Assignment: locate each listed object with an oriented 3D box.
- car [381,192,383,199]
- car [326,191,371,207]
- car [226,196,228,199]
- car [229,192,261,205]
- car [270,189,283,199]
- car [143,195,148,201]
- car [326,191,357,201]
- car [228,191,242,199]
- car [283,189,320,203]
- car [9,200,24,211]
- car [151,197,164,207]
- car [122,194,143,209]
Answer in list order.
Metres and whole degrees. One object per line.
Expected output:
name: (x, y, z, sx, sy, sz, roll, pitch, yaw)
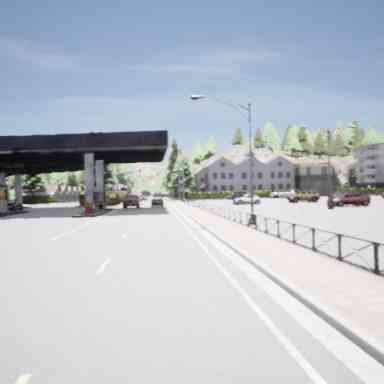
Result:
car: (32.748, 0.372, 53.583, 3.806, 1.475, 1.970, -1, 0, -7)
car: (16.879, 0.839, 35.937, 4.514, 1.523, 2.007, -1, 0, -7)
car: (9.915, 0.798, 73.748, 4.553, 1.767, 2.097, -1, 0, -6)
car: (7.759, 1.094, 47.396, 3.806, 1.475, 1.970, -1, 0, -7)
car: (20.336, 0.423, 74.908, 5.566, 2.045, 2.150, -1, 0, -6)
car: (-13.022, 1.496, 89.137, 2.097, 1.767, 4.553, -1, 0, -6)
car: (25.333, 0.605, 56.424, 4.514, 1.523, 2.007, -1, 0, -7)
car: (7.982, 0.798, 50.768, 3.866, 1.878, 1.905, -1, 0, -7)
car: (16.170, 0.632, 48.393, 4.605, 1.855, 1.932, -1, 0, -7)
car: (-25.843, 1.995, 47.462, 2.242, 1.667, 4.611, -1, 0, -7)
car: (-5.363, 1.522, 51.723, 2.128, 1.511, 4.902, -1, 0, -6)
car: (-8.613, 1.337, 47.481, 2.150, 2.045, 5.566, -1, 0, -6)
